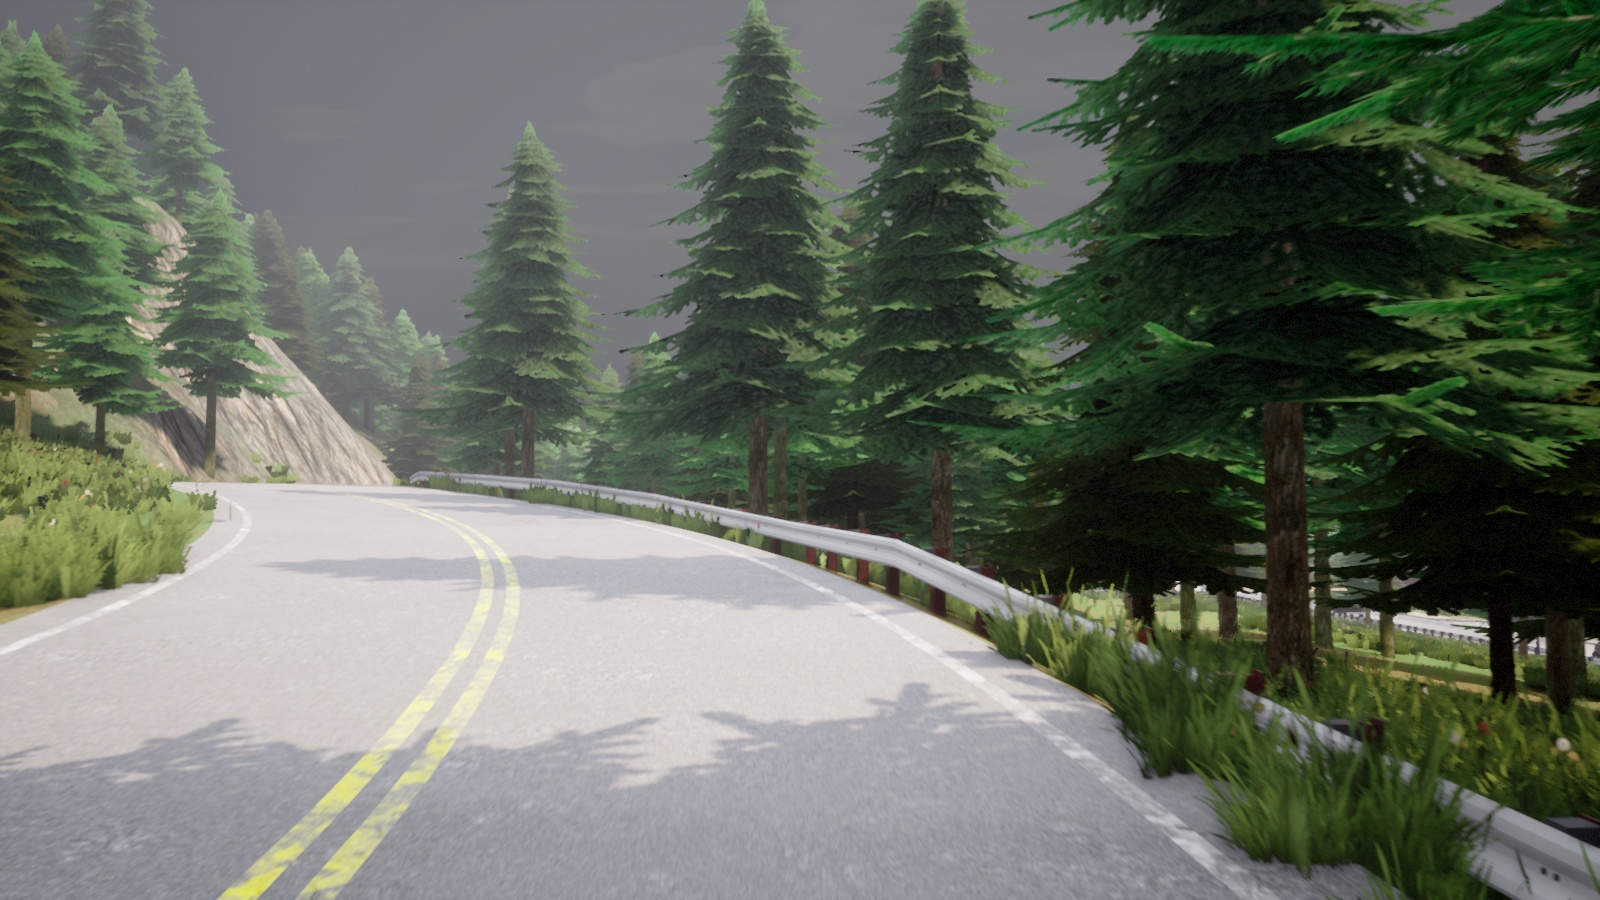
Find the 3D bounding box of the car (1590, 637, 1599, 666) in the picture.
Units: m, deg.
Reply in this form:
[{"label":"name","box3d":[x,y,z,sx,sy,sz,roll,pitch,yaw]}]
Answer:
[{"label":"car","box3d":[48.024,11.842,73.005,1.851,1.617,3.988,0,-4,5]}]
